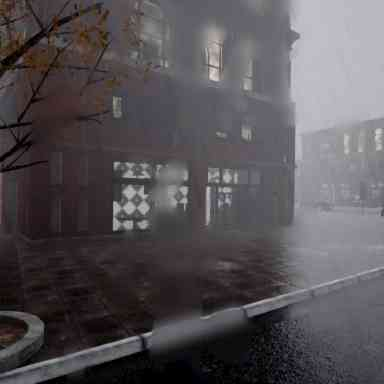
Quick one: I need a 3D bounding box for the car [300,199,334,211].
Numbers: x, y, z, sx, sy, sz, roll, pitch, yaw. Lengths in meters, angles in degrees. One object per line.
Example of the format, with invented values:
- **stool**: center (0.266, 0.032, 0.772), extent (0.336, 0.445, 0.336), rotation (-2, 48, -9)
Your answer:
- **car**: center (15.562, 1.617, 41.685), extent (2.008, 1.369, 4.403), rotation (1, -1, -28)
